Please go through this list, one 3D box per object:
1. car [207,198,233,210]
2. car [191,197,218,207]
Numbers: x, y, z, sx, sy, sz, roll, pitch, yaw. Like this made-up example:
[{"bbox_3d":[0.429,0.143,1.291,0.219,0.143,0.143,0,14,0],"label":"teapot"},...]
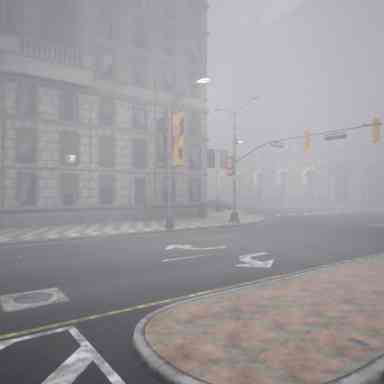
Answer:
[{"bbox_3d":[3.295,1.564,42.934,1.994,1.385,4.181,0,0,-36],"label":"car"},{"bbox_3d":[1.931,1.564,50.878,1.994,1.385,4.181,0,0,-35],"label":"car"}]
